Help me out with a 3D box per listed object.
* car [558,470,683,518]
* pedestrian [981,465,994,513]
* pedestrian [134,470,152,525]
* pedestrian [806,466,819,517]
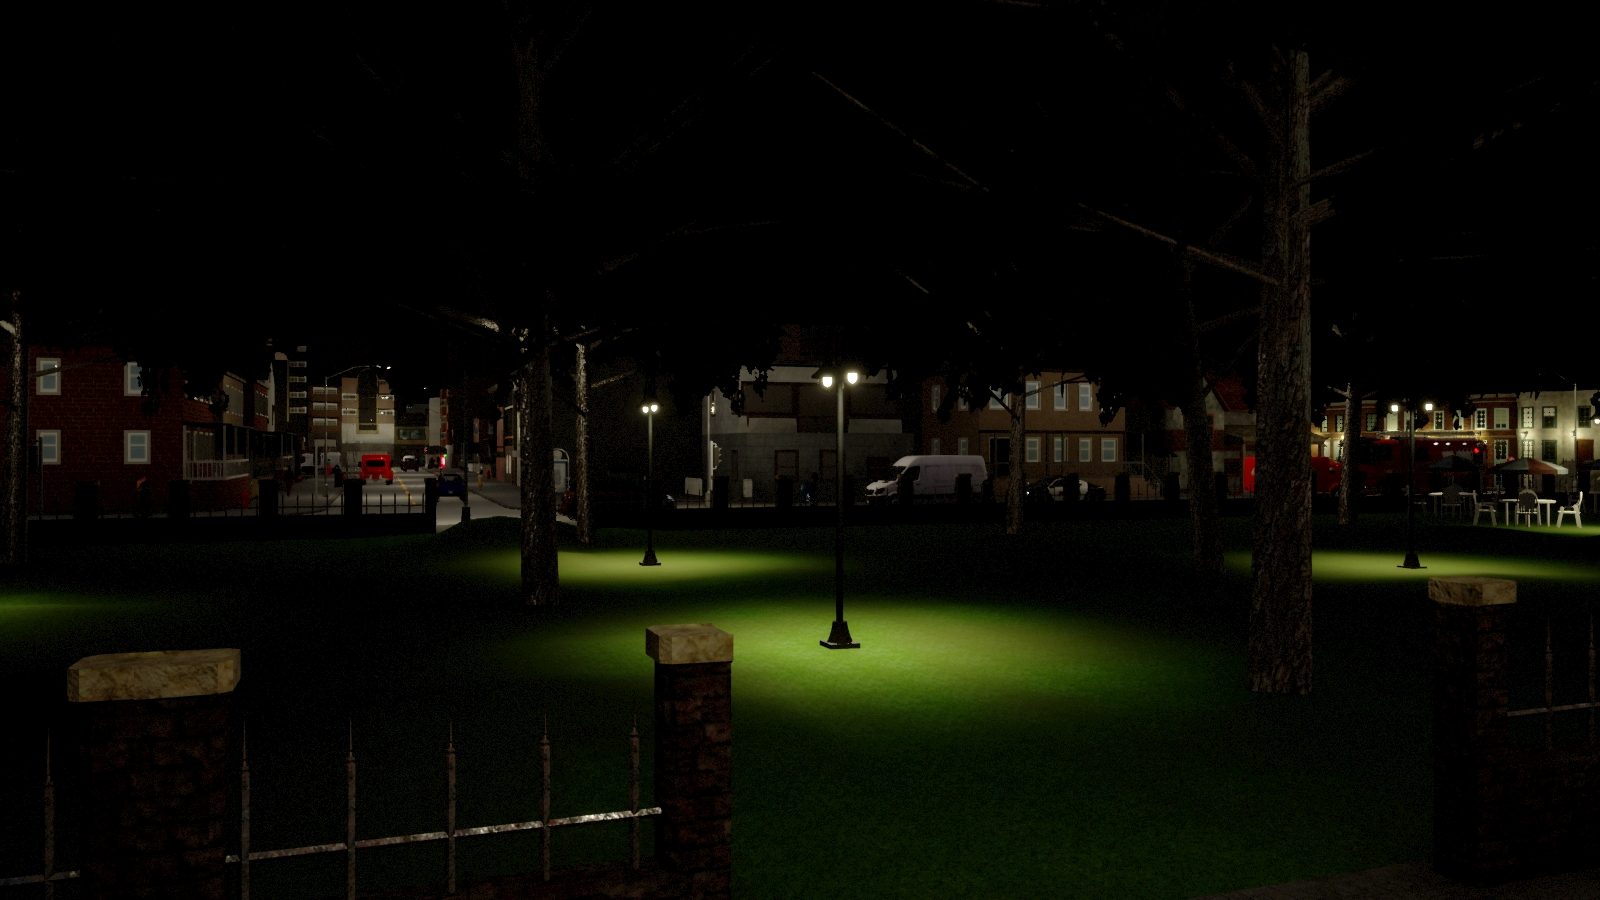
[{"bbox_3d":[-7.099,1.685,45.184,4.553,1.767,2.097,0,0,-20],"label":"car"},{"bbox_3d":[7.352,1.525,44.796,0.375,1.860,0.375,0,0,-19],"label":"pedestrian"},{"bbox_3d":[-22.385,1.628,38.953,0.375,1.860,0.375,0,0,13],"label":"pedestrian"},{"bbox_3d":[0.455,1.525,42.277,0.375,1.860,0.375,0,0,-19],"label":"pedestrian"}]
